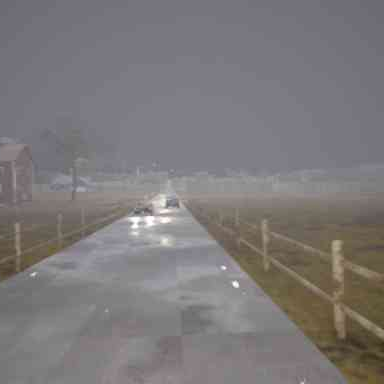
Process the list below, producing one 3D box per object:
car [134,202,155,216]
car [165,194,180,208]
[{"bbox_3d":[-4.913,1.673,34.443,1.895,1.301,4.718,-2,0,-4],"label":"car"},{"bbox_3d":[-2.751,1.405,46.423,2.128,1.511,4.902,-2,1,-4],"label":"car"}]
